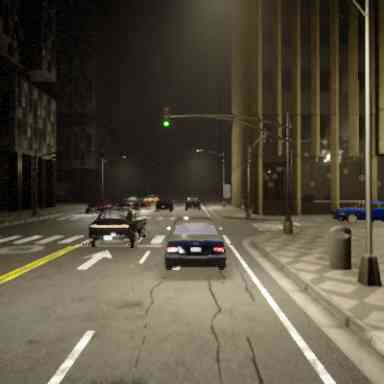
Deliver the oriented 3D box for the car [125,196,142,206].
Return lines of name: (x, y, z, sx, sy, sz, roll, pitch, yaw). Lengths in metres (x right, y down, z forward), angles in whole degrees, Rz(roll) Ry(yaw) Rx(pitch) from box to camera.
car: (-9.771, 1.472, 55.959, 2.033, 1.411, 5.357, 0, 0, 0)

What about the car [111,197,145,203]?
car: (-6.600, 1.465, 34.888, 2.128, 1.511, 4.902, 0, 0, 0)

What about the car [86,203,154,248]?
car: (-3.148, 1.491, 14.881, 2.128, 1.511, 4.902, 0, 0, 0)

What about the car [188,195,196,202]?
car: (-0.006, 1.382, 73.004, 1.837, 1.490, 4.892, 0, 0, 0)

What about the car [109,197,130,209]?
car: (-9.838, 1.476, 45.473, 1.812, 1.442, 4.674, 0, 0, 0)

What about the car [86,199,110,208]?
car: (-9.848, 1.499, 35.500, 1.812, 1.442, 4.674, 0, 0, 0)

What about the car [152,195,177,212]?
car: (-3.153, 1.442, 39.127, 1.882, 1.535, 5.008, 0, 0, 0)

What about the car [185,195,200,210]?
car: (0.096, 1.448, 42.359, 2.128, 1.511, 4.902, 0, 0, 0)

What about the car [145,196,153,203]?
car: (-6.593, 1.554, 44.152, 1.895, 1.301, 4.718, 0, 0, 0)

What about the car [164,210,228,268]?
car: (0.098, 1.547, 11.165, 2.033, 1.411, 5.357, 0, 0, 0)

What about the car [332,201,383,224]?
car: (12.533, 1.408, 23.522, 5.008, 1.535, 1.882, 0, 0, 1)

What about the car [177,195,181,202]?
car: (-3.257, 1.409, 72.171, 2.128, 1.511, 4.902, 0, 0, 0)
